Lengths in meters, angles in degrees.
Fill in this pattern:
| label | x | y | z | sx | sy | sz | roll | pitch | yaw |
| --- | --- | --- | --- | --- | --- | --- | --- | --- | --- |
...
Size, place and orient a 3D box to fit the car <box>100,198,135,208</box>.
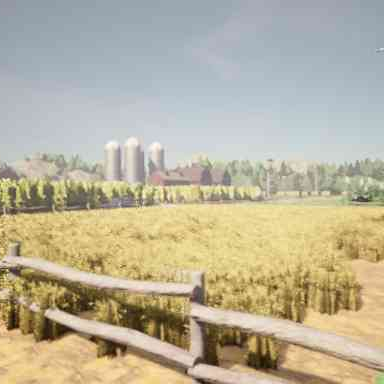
| label | x | y | z | sx | sy | sz | roll | pitch | yaw |
| --- | --- | --- | --- | --- | --- | --- | --- | --- | --- |
| car | -9.421 | 1.529 | 42.304 | 2.097 | 1.767 | 4.553 | 0 | 0 | 36 |
